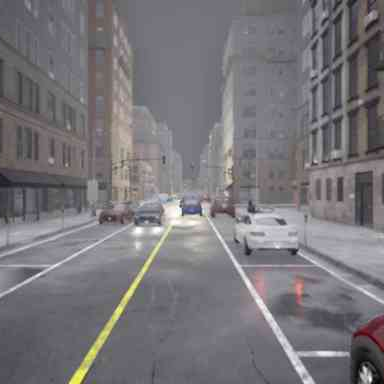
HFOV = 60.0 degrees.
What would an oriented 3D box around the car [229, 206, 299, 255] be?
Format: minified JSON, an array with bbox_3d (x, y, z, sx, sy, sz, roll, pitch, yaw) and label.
[{"bbox_3d":[2.750,1.504,13.026,1.812,1.442,4.674,0,0,0],"label":"car"}]

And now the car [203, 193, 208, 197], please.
[{"bbox_3d":[2.704,1.186,66.882,2.192,1.841,5.009,0,0,0],"label":"car"}]

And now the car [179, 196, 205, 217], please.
[{"bbox_3d":[-0.005,1.422,30.661,1.882,1.535,5.008,0,0,0],"label":"car"}]

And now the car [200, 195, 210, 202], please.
[{"bbox_3d":[2.699,1.411,72.288,2.008,1.369,4.403,0,0,0],"label":"car"}]

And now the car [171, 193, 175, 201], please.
[{"bbox_3d":[-5.406,1.426,72.287,1.947,1.339,4.313,0,0,0],"label":"car"}]

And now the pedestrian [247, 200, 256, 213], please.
[{"bbox_3d":[2.750,1.266,15.862,0.375,1.860,0.375,0,0,-14],"label":"pedestrian"}]

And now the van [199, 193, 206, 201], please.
[{"bbox_3d":[2.689,1.179,83.100,1.690,1.788,3.998,0,0,0],"label":"van"}]

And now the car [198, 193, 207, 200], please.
[{"bbox_3d":[2.684,1.141,88.507,2.192,1.841,5.009,0,0,0],"label":"car"}]

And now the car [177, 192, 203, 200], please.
[{"bbox_3d":[-0.210,1.258,48.567,2.097,1.767,4.553,0,0,14],"label":"car"}]

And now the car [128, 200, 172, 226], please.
[{"bbox_3d":[-2.833,1.506,23.494,2.033,1.411,5.357,0,0,0],"label":"car"}]

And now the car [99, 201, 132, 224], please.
[{"bbox_3d":[-5.388,1.502,24.000,1.887,1.381,4.507,0,0,0],"label":"car"}]

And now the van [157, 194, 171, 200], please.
[{"bbox_3d":[-5.408,1.224,61.474,1.690,1.788,3.998,0,0,0],"label":"van"}]

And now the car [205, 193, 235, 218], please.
[{"bbox_3d":[2.637,1.262,29.511,2.192,1.841,5.009,0,0,0],"label":"car"}]

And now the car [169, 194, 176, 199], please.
[{"bbox_3d":[-5.400,1.341,93.743,1.752,1.417,4.829,0,0,0],"label":"car"}]

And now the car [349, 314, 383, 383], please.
[{"bbox_3d":[2.637,1.437,1.956,1.967,1.590,4.097,0,0,0],"label":"car"}]

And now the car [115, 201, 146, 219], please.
[{"bbox_3d":[-5.388,1.513,29.511,1.947,1.339,4.313,0,0,0],"label":"car"}]
